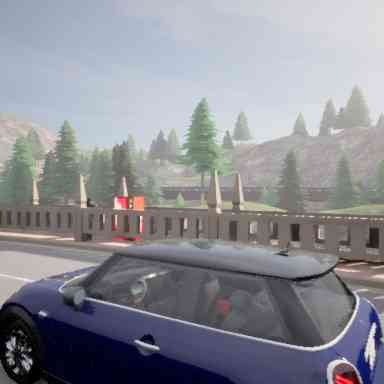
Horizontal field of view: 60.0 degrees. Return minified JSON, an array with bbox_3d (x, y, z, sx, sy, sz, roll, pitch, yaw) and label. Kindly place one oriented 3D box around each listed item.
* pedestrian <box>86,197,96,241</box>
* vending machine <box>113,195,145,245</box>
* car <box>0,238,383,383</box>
[{"bbox_3d":[-4.443,1.136,14.299,0.375,1.860,0.375,1,1,28],"label":"pedestrian"},{"bbox_3d":[-2.789,1.189,14.724,0.880,2.100,1.100,1,0,29],"label":"vending machine"},{"bbox_3d":[-0.280,1.352,3.926,4.553,1.767,2.097,0,0,34],"label":"car"}]
